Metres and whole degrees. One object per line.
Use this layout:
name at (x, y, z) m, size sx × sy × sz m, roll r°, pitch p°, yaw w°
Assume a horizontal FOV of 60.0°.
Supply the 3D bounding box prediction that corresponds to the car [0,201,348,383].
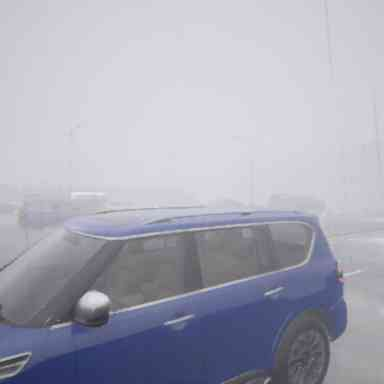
car at (-0.612, 1.222, 3.552) m, size 5.566 × 2.045 × 2.150 m, roll 0°, pitch 0°, yaw -35°

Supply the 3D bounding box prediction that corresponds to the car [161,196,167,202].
car at (-3.046, 1.374, 54.474) m, size 3.806 × 1.475 × 1.970 m, roll 0°, pitch 0°, yaw -35°

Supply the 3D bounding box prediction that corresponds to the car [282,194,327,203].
car at (11.619, 1.130, 33.720) m, size 4.605 × 1.855 × 1.932 m, roll 0°, pitch 0°, yaw -35°

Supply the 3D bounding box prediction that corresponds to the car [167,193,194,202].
car at (-1.382, 1.135, 52.105) m, size 3.866 × 1.878 × 1.905 m, roll 0°, pitch 0°, yaw -35°

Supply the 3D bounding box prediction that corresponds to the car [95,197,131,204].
car at (-5.827, 1.388, 28.225) m, size 3.806 × 1.475 × 1.970 m, roll 0°, pitch 0°, yaw -35°

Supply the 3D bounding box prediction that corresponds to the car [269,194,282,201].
car at (9.990, 1.134, 36.113) m, size 3.866 × 1.878 × 1.905 m, roll 0°, pitch 0°, yaw -35°

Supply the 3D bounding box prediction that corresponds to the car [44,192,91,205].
car at (-15.667, 1.147, 41.962) m, size 4.605 × 1.855 × 1.932 m, roll 0°, pitch 0°, yaw -35°
